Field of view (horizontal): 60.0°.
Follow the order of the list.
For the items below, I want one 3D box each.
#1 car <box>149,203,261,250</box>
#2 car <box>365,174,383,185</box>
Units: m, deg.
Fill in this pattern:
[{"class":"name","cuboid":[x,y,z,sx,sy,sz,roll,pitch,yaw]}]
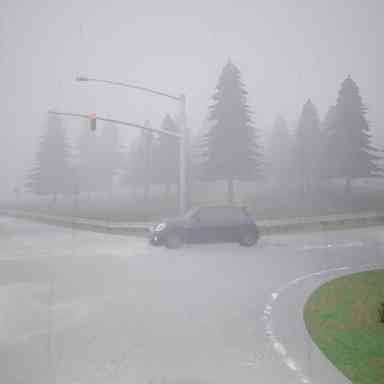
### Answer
[{"class":"car","cuboid":[0.476,1.352,14.038,4.553,1.767,2.097,0,0,-11]},{"class":"car","cuboid":[28.020,-2.127,51.214,2.150,2.045,5.566,0,5,25]}]
